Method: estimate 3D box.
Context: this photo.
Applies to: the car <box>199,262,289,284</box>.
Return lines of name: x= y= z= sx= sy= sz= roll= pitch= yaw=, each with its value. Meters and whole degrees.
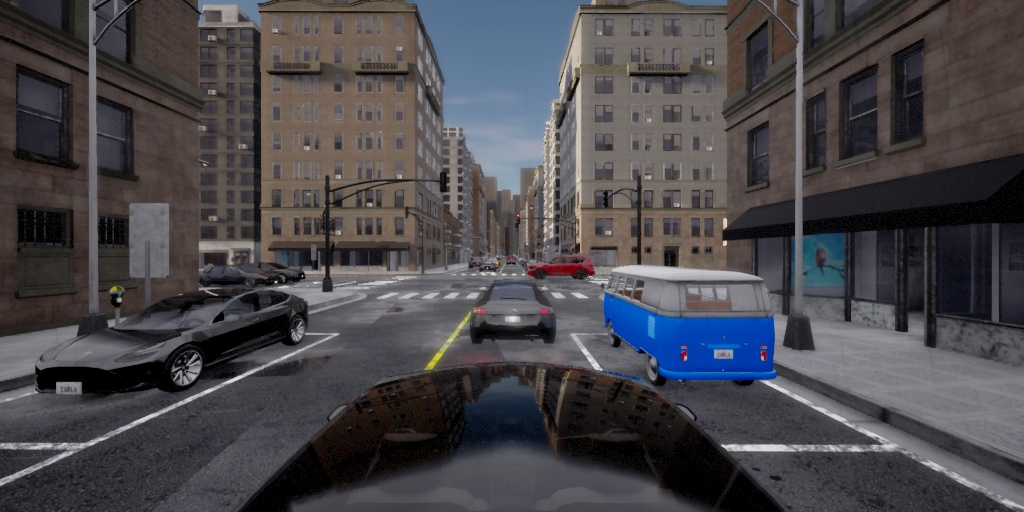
car: x=-17.894 y=1.281 z=23.144 sx=5.357 sy=1.411 sz=2.033 roll=0 pitch=0 yaw=0

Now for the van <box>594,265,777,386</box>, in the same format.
van: x=2.883 y=1.090 z=6.712 sx=1.690 sy=1.789 sz=3.998 roll=0 pitch=0 yaw=0

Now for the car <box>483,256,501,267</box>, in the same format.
car: x=-3.104 y=1.214 z=56.261 sx=1.882 sy=1.535 sz=5.008 roll=0 pitch=0 yaw=0

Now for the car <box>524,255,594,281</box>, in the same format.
car: x=4.077 y=0.970 z=29.964 sx=5.566 sy=2.045 sz=2.150 roll=0 pitch=0 yaw=0

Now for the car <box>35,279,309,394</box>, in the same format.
car: x=-5.642 y=1.315 z=6.756 sx=1.948 sy=1.339 sz=4.313 roll=0 pitch=0 yaw=0

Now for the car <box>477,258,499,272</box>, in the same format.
car: x=-3.036 y=1.305 z=45.866 sx=1.994 sy=1.385 sz=4.181 roll=0 pitch=0 yaw=-1

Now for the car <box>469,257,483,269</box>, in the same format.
car: x=-5.687 y=1.050 z=56.891 sx=2.192 sy=1.841 sz=5.009 roll=0 pitch=0 yaw=0

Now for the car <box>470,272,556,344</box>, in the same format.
car: x=0.044 y=1.314 z=9.636 sx=1.994 sy=1.385 sz=4.181 roll=0 pitch=0 yaw=1

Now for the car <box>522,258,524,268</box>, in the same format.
car: x=2.880 y=1.178 z=51.428 sx=1.967 sy=1.591 sz=4.097 roll=0 pitch=0 yaw=0

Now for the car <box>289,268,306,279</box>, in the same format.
car: x=-17.864 y=1.230 z=26.396 sx=4.892 sy=1.490 sz=1.837 roll=0 pitch=0 yaw=0

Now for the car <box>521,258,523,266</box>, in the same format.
car: x=2.838 y=1.286 z=56.954 sx=2.007 sy=1.370 sz=4.403 roll=0 pitch=0 yaw=0
